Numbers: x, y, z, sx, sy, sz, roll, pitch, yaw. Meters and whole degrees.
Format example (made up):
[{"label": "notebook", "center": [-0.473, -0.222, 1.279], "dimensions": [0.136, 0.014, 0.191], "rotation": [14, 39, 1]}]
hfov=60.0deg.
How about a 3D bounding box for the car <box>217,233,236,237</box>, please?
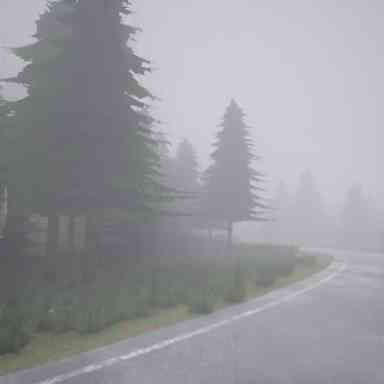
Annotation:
[{"label": "car", "center": [4.910, 6.523, 46.889], "dimensions": [2.128, 1.511, 4.902], "rotation": [3, -7, -21]}]
